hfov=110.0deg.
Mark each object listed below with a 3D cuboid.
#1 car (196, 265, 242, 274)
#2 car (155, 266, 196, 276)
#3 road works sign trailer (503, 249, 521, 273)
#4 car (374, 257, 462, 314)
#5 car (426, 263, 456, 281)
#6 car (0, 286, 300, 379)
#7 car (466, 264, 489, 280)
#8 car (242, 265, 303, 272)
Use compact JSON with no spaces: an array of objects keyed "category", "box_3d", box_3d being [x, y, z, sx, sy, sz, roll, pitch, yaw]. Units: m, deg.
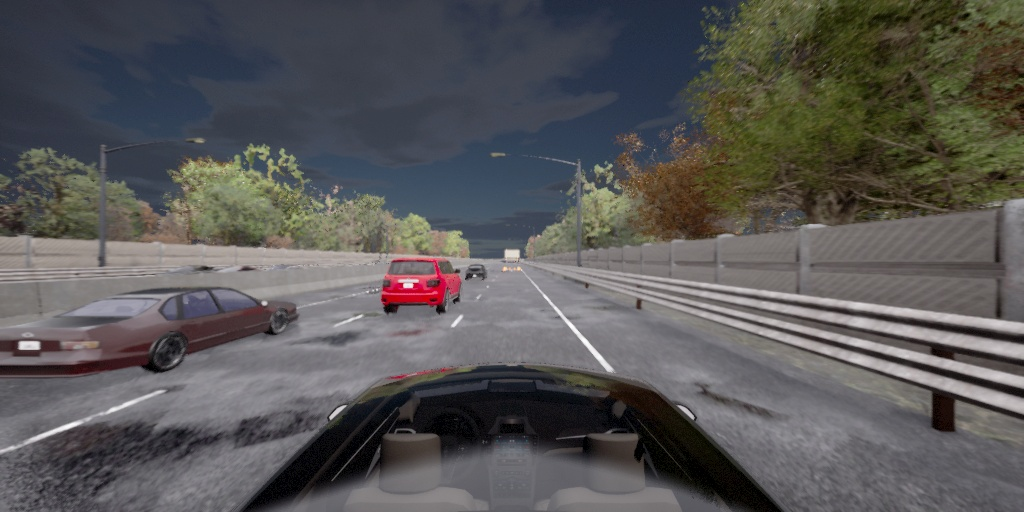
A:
[{"category":"car","box_3d":[-21.073,1.501,27.444,1.812,1.442,4.674,0,-1,0]},{"category":"car","box_3d":[-24.573,1.480,27.470,1.837,1.490,4.892,0,-1,0]},{"category":"road works sign trailer","box_3d":[0.027,0.692,54.455,2.380,3.560,2.880,0,0,0]},{"category":"car","box_3d":[-3.394,1.081,14.411,2.150,2.045,5.566,0,0,0]},{"category":"car","box_3d":[-6.883,1.523,35.294,1.882,1.535,5.008,0,0,0]},{"category":"car","box_3d":[-6.897,1.348,7.634,2.033,1.411,5.357,0,0,0]},{"category":"car","box_3d":[-3.383,1.548,35.048,1.837,1.490,4.892,0,0,0]},{"category":"car","box_3d":[-17.577,1.466,27.458,2.128,1.511,4.902,0,0,0]}]
